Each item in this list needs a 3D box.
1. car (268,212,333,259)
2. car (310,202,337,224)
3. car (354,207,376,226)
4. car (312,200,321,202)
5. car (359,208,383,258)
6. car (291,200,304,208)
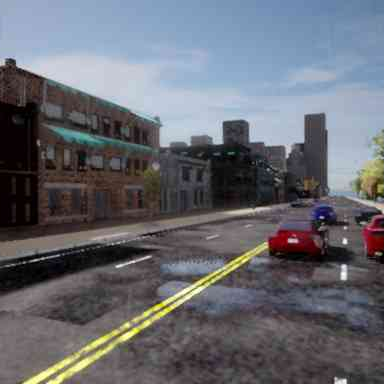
[{"bbox_3d":[4.418,1.704,13.522,1.994,1.385,4.181,0,-1,25],"label":"car"},{"bbox_3d":[10.904,1.805,27.527,1.812,1.442,4.674,0,0,25],"label":"car"},{"bbox_3d":[13.665,1.823,25.765,1.994,1.385,4.181,0,-1,25],"label":"car"},{"bbox_3d":[22.881,2.145,61.239,1.812,1.442,4.674,0,-1,25],"label":"car"},{"bbox_3d":[7.696,1.606,12.852,1.882,1.535,5.008,0,0,25],"label":"car"},{"bbox_3d":[19.939,2.184,62.602,2.033,1.411,5.357,0,-1,25],"label":"car"}]
